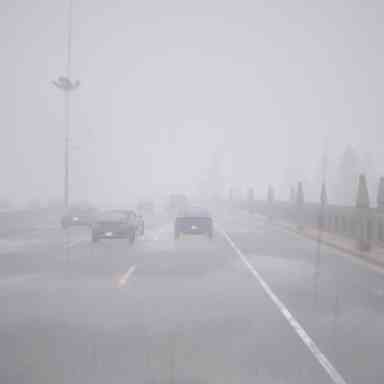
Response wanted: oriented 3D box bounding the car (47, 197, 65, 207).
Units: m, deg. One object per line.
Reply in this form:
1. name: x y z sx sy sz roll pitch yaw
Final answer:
1. car: -18.059 1.441 44.555 2.097 1.767 4.553 0 0 -16

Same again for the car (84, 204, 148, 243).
1. car: -3.427 1.536 15.907 1.812 1.442 4.674 0 0 -1

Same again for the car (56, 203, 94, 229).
1. car: -7.080 1.582 21.942 1.994 1.385 4.181 0 0 -3

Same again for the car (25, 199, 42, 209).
1. car: -22.796 1.678 47.979 1.994 1.385 4.181 0 0 -19

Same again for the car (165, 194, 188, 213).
1. car: -1.743 1.268 37.281 2.150 2.045 5.566 0 0 -10

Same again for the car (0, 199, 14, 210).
1. car: -25.119 1.650 44.124 2.033 1.411 5.357 0 0 -17

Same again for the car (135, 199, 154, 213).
1. car: -5.386 1.542 37.537 2.128 1.511 4.902 0 0 -11

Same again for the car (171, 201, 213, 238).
1. car: 0.052 1.490 17.895 1.882 1.535 5.008 0 0 -1
